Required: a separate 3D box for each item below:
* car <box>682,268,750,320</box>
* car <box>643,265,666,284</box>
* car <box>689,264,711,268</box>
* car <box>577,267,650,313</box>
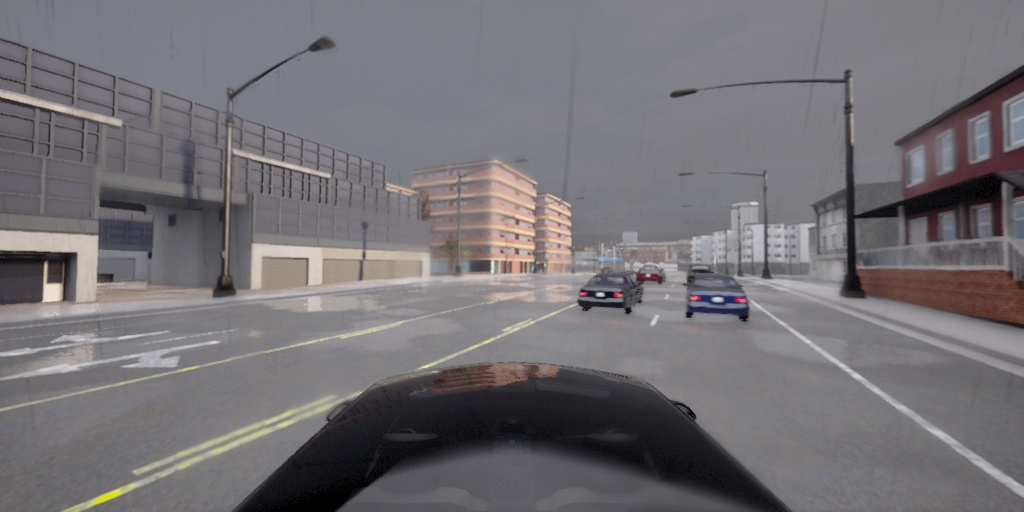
[{"bbox_3d":[7.278,1.354,13.018,2.033,1.411,5.357,0,0,26],"label":"car"},{"bbox_3d":[11.205,1.450,28.946,1.994,1.385,4.181,0,-1,27],"label":"car"},{"bbox_3d":[14.338,1.377,27.388,1.837,1.490,4.892,0,0,27],"label":"car"},{"bbox_3d":[4.137,1.370,14.561,2.033,1.411,5.357,0,0,26],"label":"car"}]
